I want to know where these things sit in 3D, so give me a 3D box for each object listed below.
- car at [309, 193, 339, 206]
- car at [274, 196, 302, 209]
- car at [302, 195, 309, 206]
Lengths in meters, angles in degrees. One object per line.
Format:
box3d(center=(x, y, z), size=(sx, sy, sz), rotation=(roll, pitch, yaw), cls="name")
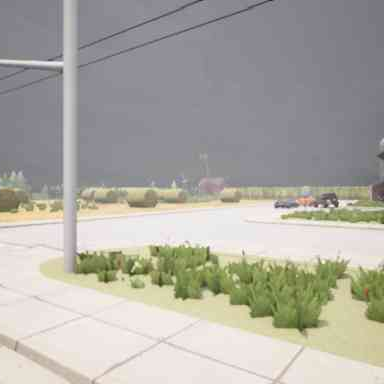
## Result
box3d(center=(17.578, 1.109, 43.647), size=(1.905, 1.878, 3.866), rotation=(-6, -1, -8), cls="car")
box3d(center=(12.257, 1.469, 43.227), size=(1.994, 1.385, 4.181), rotation=(-2, -1, 36), cls="car")
box3d(center=(17.885, 1.314, 51.443), size=(2.097, 1.767, 4.553), rotation=(0, 0, 34), cls="car")
